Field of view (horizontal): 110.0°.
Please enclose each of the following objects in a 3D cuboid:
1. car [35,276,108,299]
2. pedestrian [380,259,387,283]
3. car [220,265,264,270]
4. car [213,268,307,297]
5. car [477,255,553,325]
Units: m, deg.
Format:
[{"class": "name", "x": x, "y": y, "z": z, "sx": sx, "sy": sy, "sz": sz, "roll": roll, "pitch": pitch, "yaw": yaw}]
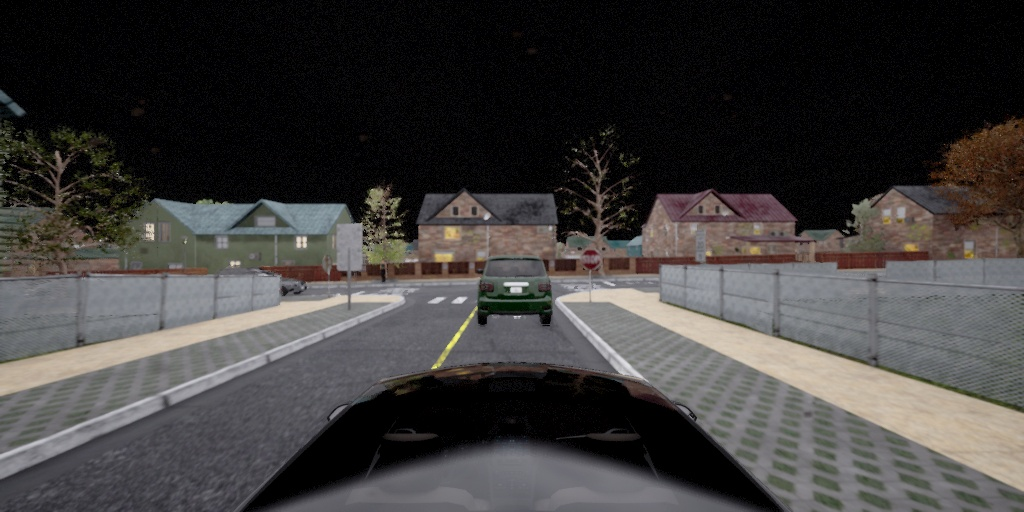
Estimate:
[{"class": "car", "x": -24.893, "y": 1.902, "z": 21.037, "sx": 4.674, "sy": 1.442, "sz": 1.812, "roll": -1, "pitch": 1, "yaw": 0}, {"class": "pedestrian", "x": -9.641, "y": 1.087, "z": 26.908, "sx": 0.375, "sy": 1.860, "sz": 0.375, "roll": 0, "pitch": 2, "yaw": 0}, {"class": "car", "x": -18.711, "y": 1.547, "z": 24.000, "sx": 4.553, "sy": 1.767, "sz": 2.097, "roll": -1, "pitch": 1, "yaw": 0}, {"class": "car", "x": -14.616, "y": 1.658, "z": 21.047, "sx": 4.674, "sy": 1.442, "sz": 1.812, "roll": -1, "pitch": 1, "yaw": 0}, {"class": "car", "x": -0.013, "y": 1.002, "z": 12.053, "sx": 2.150, "sy": 2.045, "sz": 5.566, "roll": 0, "pitch": 0, "yaw": -3}]
